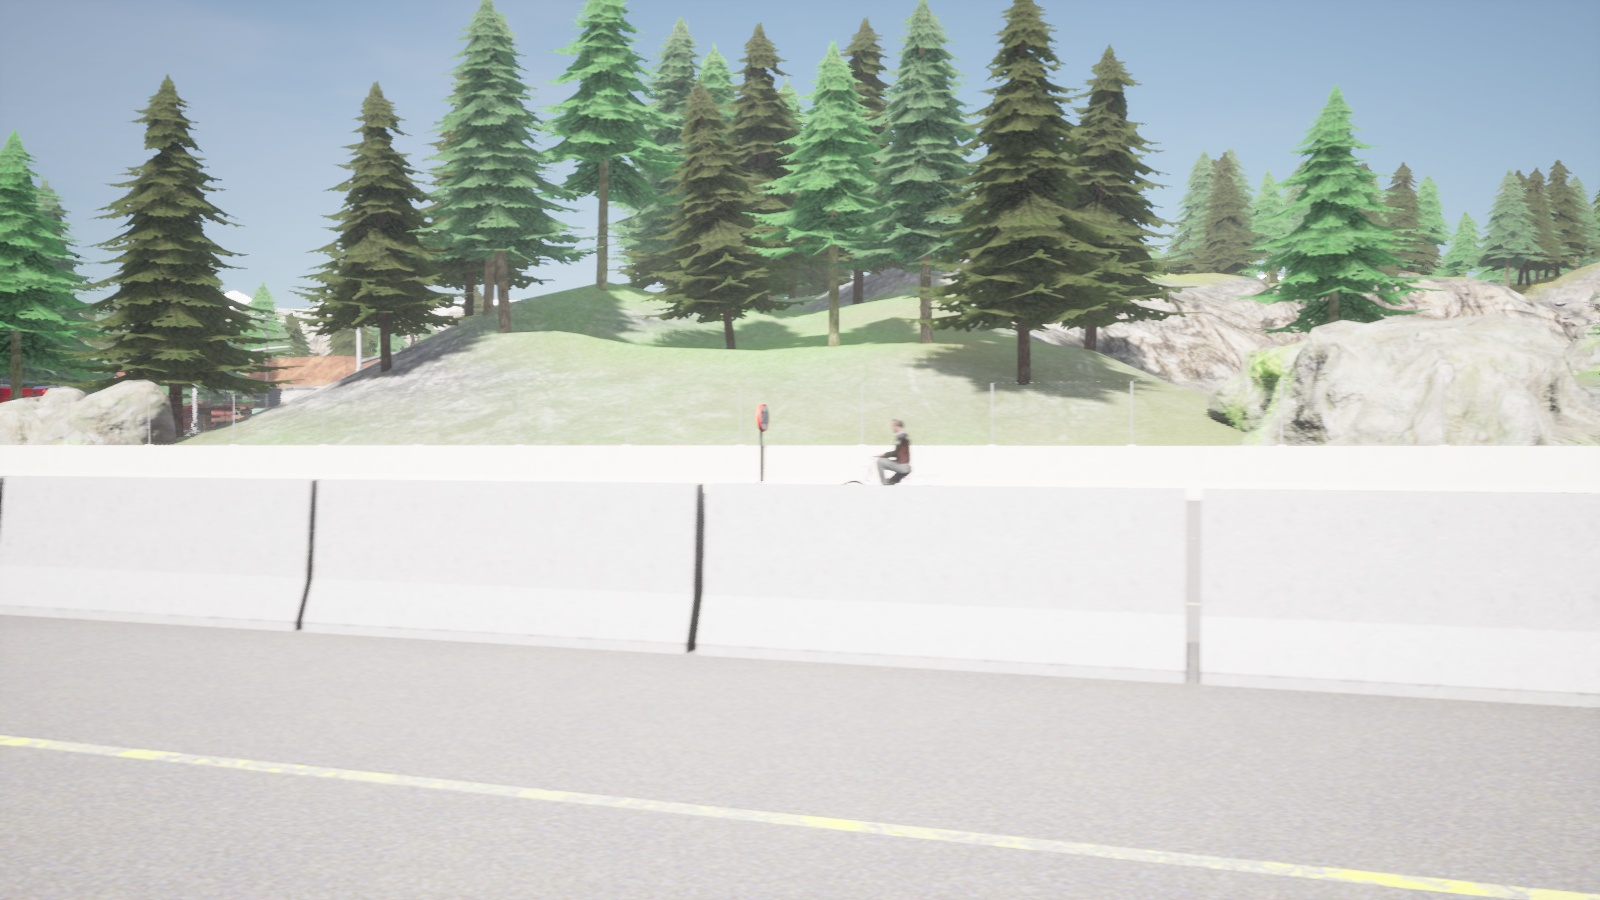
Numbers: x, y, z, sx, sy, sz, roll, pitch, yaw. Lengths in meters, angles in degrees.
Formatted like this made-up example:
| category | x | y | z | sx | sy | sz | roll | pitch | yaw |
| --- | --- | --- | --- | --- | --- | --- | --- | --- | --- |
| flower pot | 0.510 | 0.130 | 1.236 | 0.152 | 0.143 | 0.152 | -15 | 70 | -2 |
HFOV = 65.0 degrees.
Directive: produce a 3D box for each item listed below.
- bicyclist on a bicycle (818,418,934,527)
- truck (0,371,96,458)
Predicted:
| category | x | y | z | sx | sy | sz | roll | pitch | yaw |
| --- | --- | --- | --- | --- | --- | --- | --- | --- | --- |
| bicyclist on a bicycle | 1.286 | 0.362 | 21.221 | 1.843 | 1.776 | 0.659 | 1 | 1 | 19 |
| truck | -36.314 | -1.572 | 56.291 | 2.891 | 3.827 | 8.468 | 1 | 1 | 19 |
